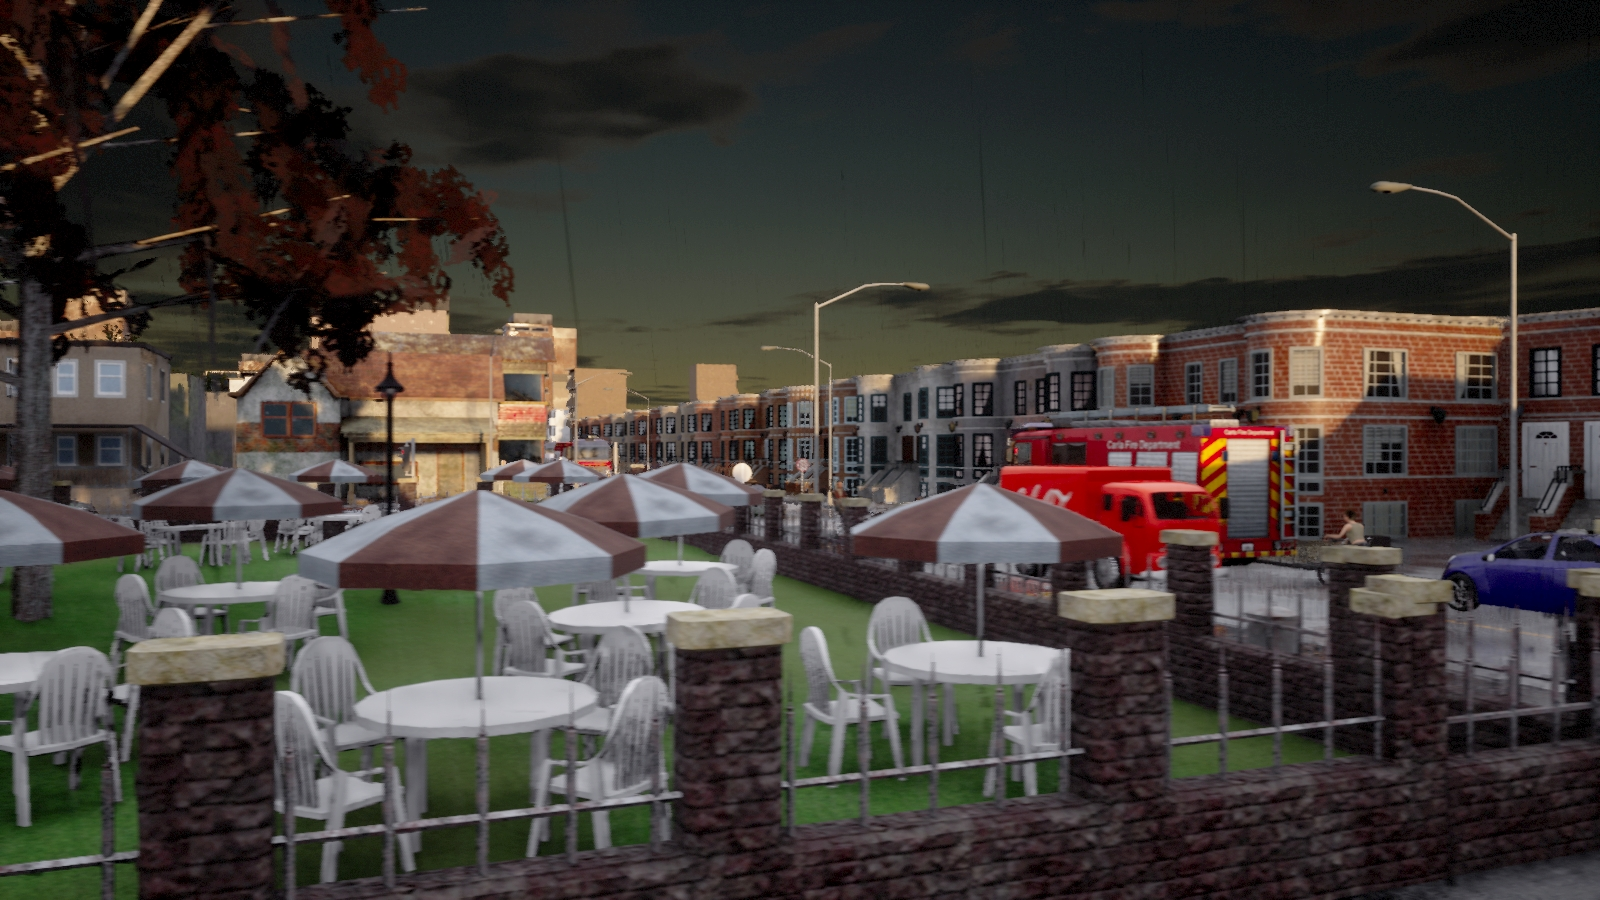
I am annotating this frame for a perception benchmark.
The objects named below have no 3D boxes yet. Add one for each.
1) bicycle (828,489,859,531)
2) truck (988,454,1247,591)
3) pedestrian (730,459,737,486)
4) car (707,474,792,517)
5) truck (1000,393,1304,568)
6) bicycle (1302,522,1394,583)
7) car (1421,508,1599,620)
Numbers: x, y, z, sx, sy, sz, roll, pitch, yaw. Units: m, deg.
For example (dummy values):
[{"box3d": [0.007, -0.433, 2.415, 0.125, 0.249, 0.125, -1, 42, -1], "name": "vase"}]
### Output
[{"box3d": [1.404, 1.936, 37.199, 0.329, 1.271, 1.835, 0, 0, -20], "name": "bicycle"}, {"box3d": [6.398, 1.342, 23.837, 2.627, 2.467, 5.204, 0, 0, -21], "name": "truck"}, {"box3d": [-4.531, 1.521, 77.641, 0.375, 1.860, 0.375, 0, 0, -26], "name": "pedestrian"}, {"box3d": [-2.126, 1.812, 46.614, 2.038, 1.542, 4.974, 0, 0, -20], "name": "car"}, {"box3d": [8.614, 0.665, 29.469, 2.891, 3.827, 8.468, 0, 0, -21], "name": "truck"}, {"box3d": [10.974, 2.031, 22.932, 0.859, 1.080, 1.487, 0, 0, -20], "name": "bicycle"}, {"box3d": [12.462, 1.812, 18.797, 1.845, 1.501, 3.633, 0, 0, -21], "name": "car"}]
